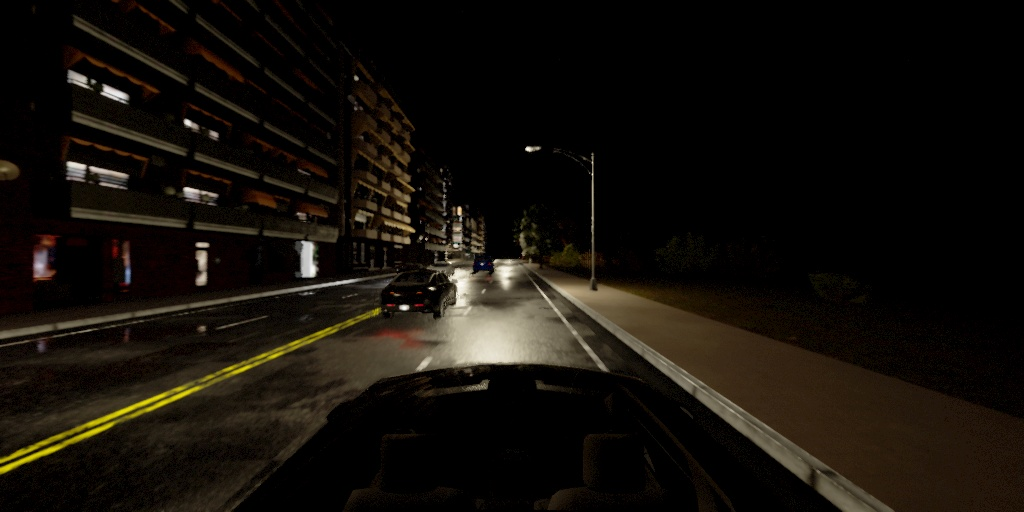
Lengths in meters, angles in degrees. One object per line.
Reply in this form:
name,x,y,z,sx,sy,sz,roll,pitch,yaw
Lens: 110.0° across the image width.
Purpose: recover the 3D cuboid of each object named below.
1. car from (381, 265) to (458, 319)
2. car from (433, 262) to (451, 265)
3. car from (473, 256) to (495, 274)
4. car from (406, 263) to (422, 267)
car,-3.145,1.257,12.905,1.837,1.490,4.892,0,0,0
car,-6.515,1.277,33.269,1.812,1.442,4.674,0,0,1
car,-3.132,0.971,40.297,2.150,2.045,5.566,0,0,0
car,-9.744,1.354,34.890,1.895,1.301,4.718,0,0,0
